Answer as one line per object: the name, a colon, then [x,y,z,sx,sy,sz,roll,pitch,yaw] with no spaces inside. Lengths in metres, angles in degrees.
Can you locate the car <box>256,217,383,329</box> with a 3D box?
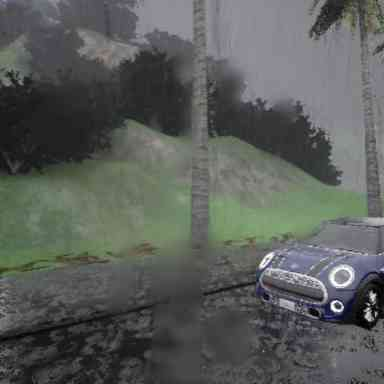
car: [3.485,1.361,7.096,4.553,1.767,2.097,0,0,-36]
